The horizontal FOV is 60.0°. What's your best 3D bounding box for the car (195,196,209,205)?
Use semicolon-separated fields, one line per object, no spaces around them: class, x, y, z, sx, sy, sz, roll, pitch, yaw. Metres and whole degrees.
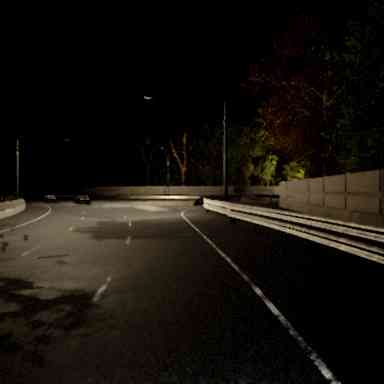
car;2.027;1.336;50.866;1.994;1.385;4.181;0;0;26

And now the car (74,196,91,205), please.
car;-17.396;1.298;52.724;2.128;1.511;4.902;0;0;-29

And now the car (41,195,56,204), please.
car;-25.469;1.288;59.159;2.128;1.511;4.902;0;0;-33
